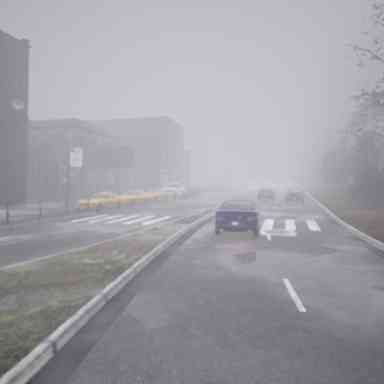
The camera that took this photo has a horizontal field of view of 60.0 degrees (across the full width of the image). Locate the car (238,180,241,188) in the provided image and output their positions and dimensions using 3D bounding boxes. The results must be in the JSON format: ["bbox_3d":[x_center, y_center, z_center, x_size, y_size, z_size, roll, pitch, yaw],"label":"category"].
[{"bbox_3d":[11.303,-2.013,90.499,2.185,1.767,4.553,0,2,16],"label":"car"}]

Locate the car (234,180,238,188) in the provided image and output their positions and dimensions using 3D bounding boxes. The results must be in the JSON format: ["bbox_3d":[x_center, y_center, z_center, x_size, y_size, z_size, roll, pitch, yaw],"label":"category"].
[{"bbox_3d":[9.703,-1.668,84.994,1.946,1.575,5.366,0,2,16],"label":"car"}]

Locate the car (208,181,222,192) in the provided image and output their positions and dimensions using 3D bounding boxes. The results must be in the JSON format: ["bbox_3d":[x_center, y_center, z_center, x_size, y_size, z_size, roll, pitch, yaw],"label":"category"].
[{"bbox_3d":[3.631,-0.822,64.092,2.231,1.521,4.892,0,2,16],"label":"car"}]

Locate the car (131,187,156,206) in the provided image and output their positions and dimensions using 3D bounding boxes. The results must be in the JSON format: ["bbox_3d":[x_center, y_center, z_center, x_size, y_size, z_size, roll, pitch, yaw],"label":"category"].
[{"bbox_3d":[-5.700,0.468,31.977,1.946,1.575,5.366,0,2,16],"label":"car"}]

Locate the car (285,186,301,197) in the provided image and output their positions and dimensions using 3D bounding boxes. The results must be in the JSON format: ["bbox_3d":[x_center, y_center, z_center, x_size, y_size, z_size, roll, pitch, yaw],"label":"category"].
[{"bbox_3d":[13.833,-0.072,45.430,1.994,1.385,4.181,0,2,17],"label":"car"}]

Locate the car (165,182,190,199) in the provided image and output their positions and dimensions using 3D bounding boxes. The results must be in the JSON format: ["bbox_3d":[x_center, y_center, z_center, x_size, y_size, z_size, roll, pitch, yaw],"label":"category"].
[{"bbox_3d":[-2.540,-0.218,42.842,2.435,2.045,5.566,0,2,16],"label":"car"}]

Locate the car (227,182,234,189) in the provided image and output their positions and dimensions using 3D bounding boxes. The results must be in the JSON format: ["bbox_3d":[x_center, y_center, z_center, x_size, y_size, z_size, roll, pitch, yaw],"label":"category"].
[{"bbox_3d":[7.734,-1.399,78.416,2.231,1.521,4.892,0,2,17],"label":"car"}]

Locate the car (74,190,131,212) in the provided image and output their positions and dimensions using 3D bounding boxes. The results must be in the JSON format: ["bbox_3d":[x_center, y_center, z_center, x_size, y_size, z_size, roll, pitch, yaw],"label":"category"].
[{"bbox_3d":[-7.250,0.684,26.680,1.946,1.575,5.366,0,2,16],"label":"car"}]

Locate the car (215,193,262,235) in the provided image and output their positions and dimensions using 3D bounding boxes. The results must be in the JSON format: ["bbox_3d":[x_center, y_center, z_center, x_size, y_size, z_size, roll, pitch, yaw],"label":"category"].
[{"bbox_3d":[2.295,1.052,16.098,1.882,1.535,5.008,0,2,12],"label":"car"}]

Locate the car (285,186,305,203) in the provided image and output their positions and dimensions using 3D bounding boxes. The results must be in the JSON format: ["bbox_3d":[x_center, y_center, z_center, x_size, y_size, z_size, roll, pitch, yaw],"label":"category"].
[{"bbox_3d":[10.613,0.337,34.375,1.812,1.442,4.674,0,2,17],"label":"car"}]

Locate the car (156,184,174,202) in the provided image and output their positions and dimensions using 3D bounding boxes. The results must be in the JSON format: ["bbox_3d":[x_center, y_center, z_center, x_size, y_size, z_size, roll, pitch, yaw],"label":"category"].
[{"bbox_3d":[-4.160,0.255,37.279,1.946,1.575,5.366,0,2,16],"label":"car"}]

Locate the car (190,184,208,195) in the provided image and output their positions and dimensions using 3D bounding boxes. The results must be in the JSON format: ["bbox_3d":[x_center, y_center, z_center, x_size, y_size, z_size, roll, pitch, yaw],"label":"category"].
[{"bbox_3d":[0.536,-0.365,53.454,2.163,1.488,4.792,0,2,16],"label":"car"}]

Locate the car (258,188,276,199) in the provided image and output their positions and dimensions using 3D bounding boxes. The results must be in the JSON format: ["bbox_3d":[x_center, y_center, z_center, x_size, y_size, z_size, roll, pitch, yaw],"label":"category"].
[{"bbox_3d":[9.184,0.141,40.930,1.994,1.385,4.181,0,2,17],"label":"car"}]

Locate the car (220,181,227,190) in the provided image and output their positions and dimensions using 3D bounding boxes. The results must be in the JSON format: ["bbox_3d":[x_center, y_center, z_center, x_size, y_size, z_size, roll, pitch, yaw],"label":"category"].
[{"bbox_3d":[5.159,-1.286,69.351,2.435,2.045,5.566,0,2,16],"label":"car"}]
